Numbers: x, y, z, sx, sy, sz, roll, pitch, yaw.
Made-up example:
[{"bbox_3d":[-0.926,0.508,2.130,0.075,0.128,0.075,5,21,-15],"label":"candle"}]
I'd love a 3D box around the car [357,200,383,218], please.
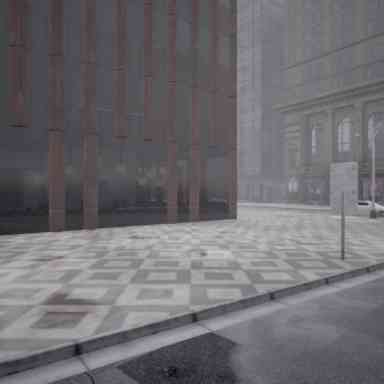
[{"bbox_3d":[15.315,1.474,28.995,1.812,1.442,4.674,0,0,-37],"label":"car"}]
